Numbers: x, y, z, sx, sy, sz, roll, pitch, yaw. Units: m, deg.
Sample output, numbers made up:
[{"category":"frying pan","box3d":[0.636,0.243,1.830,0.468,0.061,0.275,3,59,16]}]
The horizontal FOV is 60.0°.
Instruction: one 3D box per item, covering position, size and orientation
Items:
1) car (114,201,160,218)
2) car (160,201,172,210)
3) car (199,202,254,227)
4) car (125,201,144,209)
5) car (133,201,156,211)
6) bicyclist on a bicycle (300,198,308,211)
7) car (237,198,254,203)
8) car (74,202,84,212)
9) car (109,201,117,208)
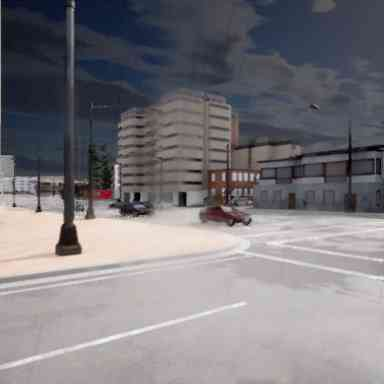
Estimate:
[{"category":"car","box3d":[-6.007,1.964,35.806,2.033,1.411,5.357,0,-1,-37]},{"category":"car","box3d":[-5.289,2.376,58.425,1.812,1.442,4.674,0,-1,-36]},{"category":"car","box3d":[2.368,1.696,24.647,1.812,1.442,4.674,0,-1,-37]},{"category":"car","box3d":[-11.511,2.482,66.631,1.812,1.442,4.674,0,0,-37]},{"category":"car","box3d":[-8.153,2.345,56.407,1.837,1.490,4.892,0,-1,-36]},{"category":"bicyclist on a bicycle","box3d":[14.210,1.640,42.148,1.656,1.620,0.582,0,-1,-37]},{"category":"car","box3d":[10.272,1.951,63.392,1.970,1.475,3.806,0,-1,-37]},{"category":"car","box3d":[-18.775,2.349,52.973,2.128,1.511,4.902,0,-1,-37]},{"category":"car","box3d":[-14.310,2.492,64.531,2.033,1.411,5.357,0,0,-37]}]
